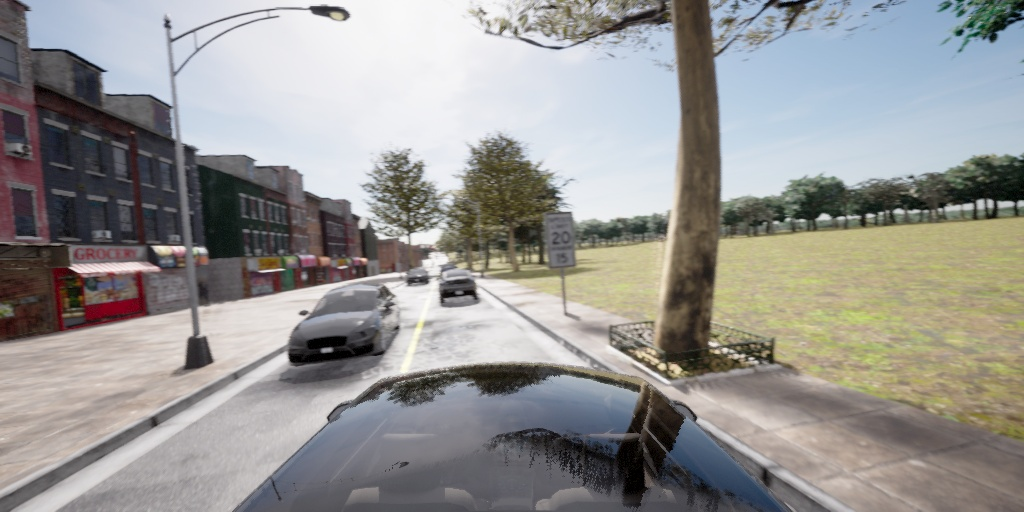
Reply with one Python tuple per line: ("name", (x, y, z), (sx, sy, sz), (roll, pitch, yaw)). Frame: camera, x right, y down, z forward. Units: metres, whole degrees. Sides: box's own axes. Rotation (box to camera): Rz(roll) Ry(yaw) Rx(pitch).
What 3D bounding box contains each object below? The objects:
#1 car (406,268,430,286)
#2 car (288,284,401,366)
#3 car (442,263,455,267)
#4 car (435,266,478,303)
("car", (-8.662, 1.877, 33.321), (1.882, 1.535, 5.008), (-4, 0, -11))
("car", (-4.072, 1.553, 9.353), (1.837, 1.490, 4.892), (-4, 2, -11))
("car", (-7.933, 1.717, 44.847), (2.097, 1.767, 4.553), (-4, 0, -11))
("car", (-2.878, 1.462, 18.686), (1.837, 1.490, 4.892), (-4, 0, -11))
